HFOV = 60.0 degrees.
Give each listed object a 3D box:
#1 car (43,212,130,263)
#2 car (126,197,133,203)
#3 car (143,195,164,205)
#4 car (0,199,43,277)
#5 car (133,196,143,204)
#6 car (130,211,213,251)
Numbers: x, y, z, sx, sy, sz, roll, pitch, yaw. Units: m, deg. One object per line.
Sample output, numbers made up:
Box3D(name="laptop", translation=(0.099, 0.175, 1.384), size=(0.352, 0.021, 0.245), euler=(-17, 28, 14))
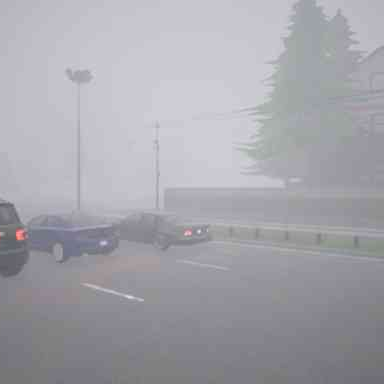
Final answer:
Box3D(name="car", translation=(-4.738, 1.446, 11.969), size=(5.008, 1.535, 1.882), euler=(0, 0, 37))
Box3D(name="car", translation=(-10.301, 1.420, 62.551), size=(1.812, 1.442, 4.674), euler=(0, 0, 38))
Box3D(name="car", translation=(-5.623, 1.271, 57.201), size=(2.097, 1.767, 4.553), euler=(0, 0, 38))
Box3D(name="car", translation=(-6.579, 1.186, 8.970), size=(5.566, 2.045, 2.150), euler=(0, 0, 37))
Box3D(name="car", translation=(-7.793, 1.433, 60.094), size=(1.812, 1.442, 4.674), euler=(0, 0, 38))
Box3D(name="car", translation=(-1.723, 1.527, 14.070), size=(5.357, 1.411, 2.033), euler=(0, 0, 38))
